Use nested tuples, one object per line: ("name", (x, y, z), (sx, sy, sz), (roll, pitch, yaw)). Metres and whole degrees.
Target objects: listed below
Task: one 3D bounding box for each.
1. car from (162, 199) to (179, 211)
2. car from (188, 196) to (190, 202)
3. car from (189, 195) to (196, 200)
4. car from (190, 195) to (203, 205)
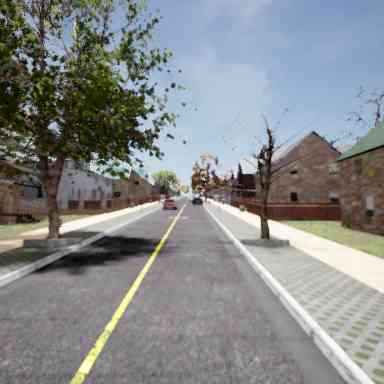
("car", (-2.806, 1.649, 43.775), (1.812, 1.442, 4.674), (0, 0, 0))
("car", (0.050, 1.602, 79.920), (1.812, 1.442, 4.674), (0, 0, 0))
("car", (0.058, 1.563, 94.022), (1.882, 1.535, 5.008), (0, 0, 0))
("car", (1.000, 1.638, 61.149), (1.882, 1.535, 5.008), (0, 0, 0))
